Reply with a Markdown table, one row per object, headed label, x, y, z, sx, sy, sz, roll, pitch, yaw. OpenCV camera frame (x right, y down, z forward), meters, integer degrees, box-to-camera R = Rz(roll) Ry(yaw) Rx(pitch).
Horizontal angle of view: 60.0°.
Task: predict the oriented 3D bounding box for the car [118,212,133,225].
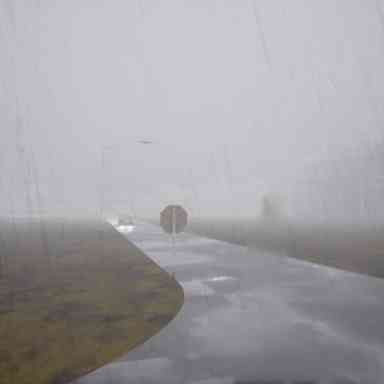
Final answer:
| label | x | y | z | sx | sy | sz | roll | pitch | yaw |
| --- | --- | --- | --- | --- | --- | --- | --- | --- | --- |
| car | -9.899 | 4.117 | 49.405 | 2.128 | 1.511 | 4.902 | 1 | -3 | -16 |
